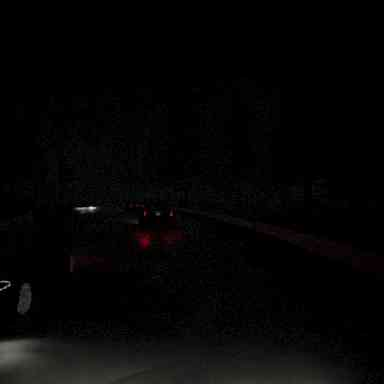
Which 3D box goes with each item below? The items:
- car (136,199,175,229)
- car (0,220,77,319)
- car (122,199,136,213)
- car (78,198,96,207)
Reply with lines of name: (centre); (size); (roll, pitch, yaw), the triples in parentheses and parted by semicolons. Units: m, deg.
car: (-2.387, 1.323, 21.721); (2.097, 1.767, 4.553); (0, 0, -11)
car: (-4.048, 1.473, 7.477); (1.882, 1.535, 5.008); (0, 0, -5)
car: (-6.560, 1.502, 37.100); (2.033, 1.411, 5.357); (0, 0, -19)
car: (-15.381, 1.517, 48.603); (1.994, 1.385, 4.181); (0, 0, -26)
